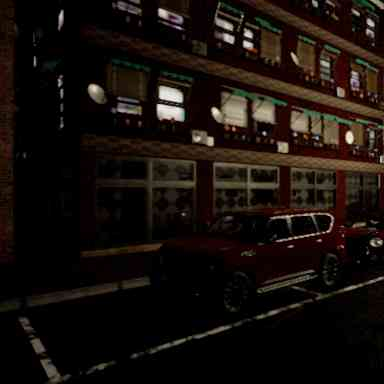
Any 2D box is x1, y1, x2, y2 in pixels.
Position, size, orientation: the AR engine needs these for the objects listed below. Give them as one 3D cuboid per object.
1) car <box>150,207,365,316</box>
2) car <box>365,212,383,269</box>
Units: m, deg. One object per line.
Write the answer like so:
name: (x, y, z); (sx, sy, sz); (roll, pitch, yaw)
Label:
car: (1.551, 1.304, 7.662); (5.009, 1.841, 2.192); (0, 0, -36)
car: (6.138, 1.418, 10.935); (4.097, 1.590, 1.967); (0, 0, -35)
